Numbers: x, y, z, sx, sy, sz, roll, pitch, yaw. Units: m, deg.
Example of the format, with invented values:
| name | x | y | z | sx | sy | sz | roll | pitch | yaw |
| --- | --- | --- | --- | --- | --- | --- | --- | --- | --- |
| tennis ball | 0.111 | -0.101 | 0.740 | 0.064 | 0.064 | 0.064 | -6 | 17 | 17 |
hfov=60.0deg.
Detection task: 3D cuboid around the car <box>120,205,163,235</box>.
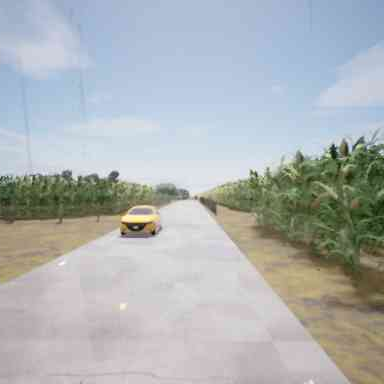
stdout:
| name | x | y | z | sx | sy | sz | roll | pitch | yaw |
| --- | --- | --- | --- | --- | --- | --- | --- | --- | --- |
| car | -2.814 | 1.530 | 19.246 | 1.882 | 1.535 | 5.008 | 0 | -1 | 0 |
